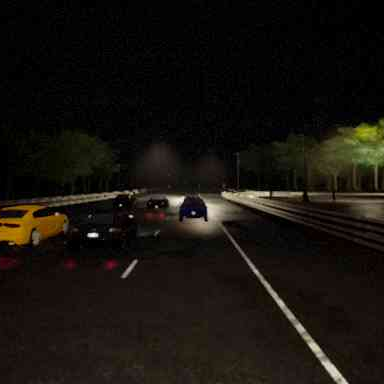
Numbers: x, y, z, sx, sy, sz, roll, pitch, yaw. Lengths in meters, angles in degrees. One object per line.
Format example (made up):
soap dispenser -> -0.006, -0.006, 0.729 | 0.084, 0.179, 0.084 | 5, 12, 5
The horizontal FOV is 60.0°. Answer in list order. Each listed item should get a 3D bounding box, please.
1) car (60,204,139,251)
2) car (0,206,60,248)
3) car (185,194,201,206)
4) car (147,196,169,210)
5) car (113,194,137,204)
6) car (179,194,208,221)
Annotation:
car -> -3.404, 1.418, 13.426 | 1.994, 1.385, 4.181 | 0, 1, 0
car -> -6.902, 1.321, 14.048 | 1.882, 1.535, 5.008 | 0, 1, 0
car -> 0.098, 0.952, 42.106 | 1.895, 1.301, 4.718 | 0, 1, 0
car -> -3.404, 1.091, 34.208 | 1.895, 1.301, 4.718 | 0, 1, 0
car -> -6.902, 0.988, 34.623 | 1.837, 1.490, 4.892 | 0, 1, 0
car -> 0.098, 1.150, 23.793 | 1.882, 1.535, 5.008 | 0, 1, 0
